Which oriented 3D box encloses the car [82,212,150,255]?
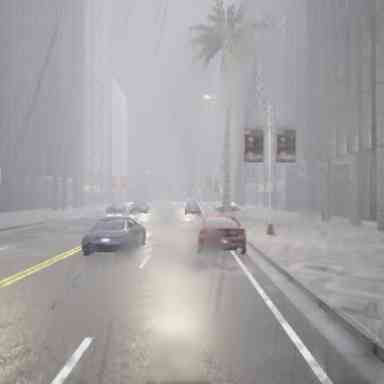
[{"bbox_3d":[-3.141,1.747,14.094,1.994,1.385,4.181,0,-1,0],"label":"car"}]

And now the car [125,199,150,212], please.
[{"bbox_3d":[-6.560,1.906,41.730,2.097,1.767,4.553,0,-1,0],"label":"car"}]

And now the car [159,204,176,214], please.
[{"bbox_3d":[-3.125,2.176,43.237,1.895,1.301,4.718,0,-1,0],"label":"car"}]

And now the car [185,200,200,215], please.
[{"bbox_3d":[0.090,2.121,41.856,1.994,1.385,4.181,0,-1,0],"label":"car"}]

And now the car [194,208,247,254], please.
[{"bbox_3d":[1.147,1.665,14.373,1.882,1.535,5.008,0,-1,0],"label":"car"}]

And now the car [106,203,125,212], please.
[{"bbox_3d":[-9.802,2.141,43.288,1.994,1.385,4.181,0,-1,0],"label":"car"}]

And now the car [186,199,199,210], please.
[{"bbox_3d":[0.034,2.122,57.460,2.097,1.767,4.553,0,-1,0],"label":"car"}]
